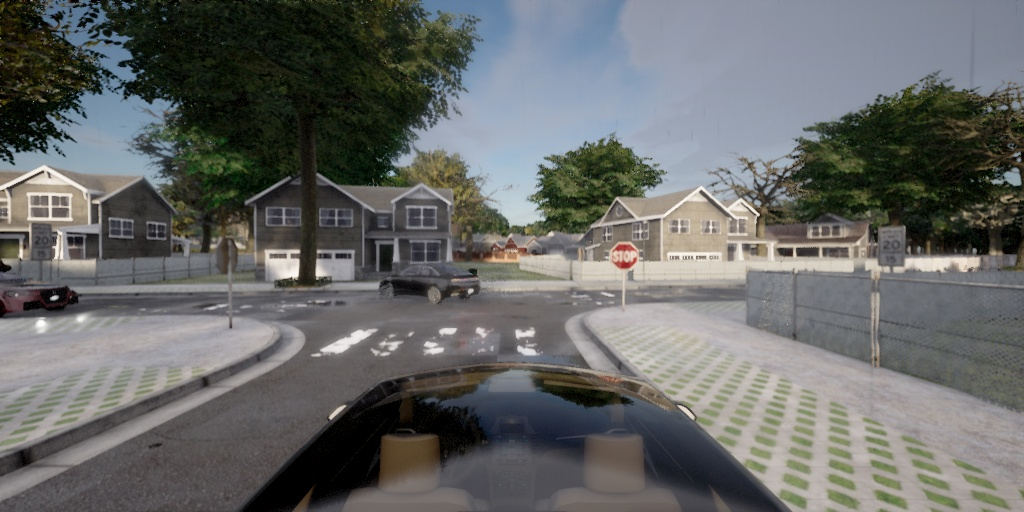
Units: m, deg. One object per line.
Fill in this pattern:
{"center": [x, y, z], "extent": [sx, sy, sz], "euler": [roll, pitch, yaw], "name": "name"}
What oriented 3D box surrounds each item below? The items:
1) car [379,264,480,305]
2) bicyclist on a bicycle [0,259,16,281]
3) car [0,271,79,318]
{"center": [-3.570, 1.089, 15.081], "extent": [4.902, 1.511, 2.128], "euler": [1, 0, 35], "name": "car"}
{"center": [-22.339, 0.760, 15.497], "extent": [0.582, 1.620, 1.656], "euler": [0, 1, -12], "name": "bicyclist on a bicycle"}
{"center": [-16.207, 1.112, 10.778], "extent": [4.181, 1.385, 1.994], "euler": [0, 0, -12], "name": "car"}
